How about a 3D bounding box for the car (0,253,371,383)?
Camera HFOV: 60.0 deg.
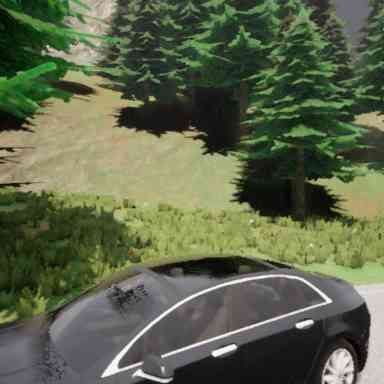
[{"bbox_3d":[-0.138,1.513,3.494,4.892,1.490,1.837,0,0,-31],"label":"car"}]
